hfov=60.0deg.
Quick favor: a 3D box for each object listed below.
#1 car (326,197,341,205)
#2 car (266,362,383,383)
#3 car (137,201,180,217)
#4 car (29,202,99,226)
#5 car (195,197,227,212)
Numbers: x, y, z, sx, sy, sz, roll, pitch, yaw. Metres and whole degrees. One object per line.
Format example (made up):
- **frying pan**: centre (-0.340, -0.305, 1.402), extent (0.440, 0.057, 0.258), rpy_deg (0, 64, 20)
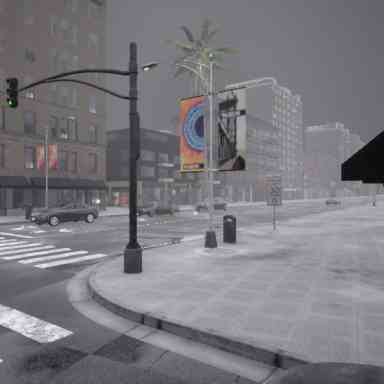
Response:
- **car**: centre (26.365, 1.710, 62.065), extent (1.994, 1.385, 4.181), rpy_deg (0, 0, 35)
- **car**: centre (2.203, 1.551, 1.279), extent (4.403, 1.369, 2.008), rpy_deg (0, 0, 35)
- **car**: centre (-3.301, 1.580, 31.547), extent (2.033, 1.411, 5.357), rpy_deg (0, 0, 35)
- **car**: centre (-8.921, 1.520, 23.566), extent (1.837, 1.490, 4.892), rpy_deg (0, 0, 35)
- **car**: centre (2.345, 1.404, 39.556), extent (2.097, 1.767, 4.553), rpy_deg (0, 0, 35)
